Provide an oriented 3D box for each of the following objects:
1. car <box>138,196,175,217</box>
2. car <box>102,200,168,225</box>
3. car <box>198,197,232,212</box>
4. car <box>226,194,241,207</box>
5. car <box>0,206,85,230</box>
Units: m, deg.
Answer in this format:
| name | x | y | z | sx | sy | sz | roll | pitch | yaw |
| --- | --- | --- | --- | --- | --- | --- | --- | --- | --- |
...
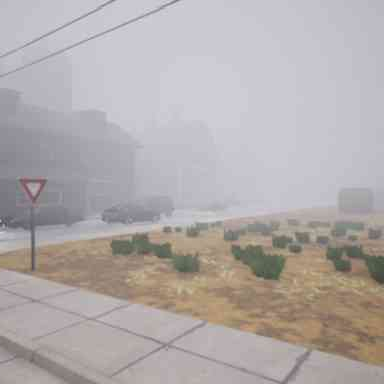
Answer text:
| name | x | y | z | sx | sy | sz | roll | pitch | yaw |
| --- | --- | --- | --- | --- | --- | --- | --- | --- | --- |
| car | -3.912 | 1.367 | 31.357 | 2.150 | 2.045 | 5.566 | -1 | 0 | 35 |
| car | -4.284 | 1.606 | 24.281 | 2.128 | 1.511 | 4.902 | -1 | 0 | 34 |
| car | 2.634 | 1.672 | 40.760 | 1.812 | 1.442 | 4.674 | -1 | 0 | 35 |
| car | 6.508 | 1.326 | 53.566 | 1.905 | 1.878 | 3.866 | 5 | 1 | -8 |
| car | -9.983 | 1.691 | 22.593 | 2.033 | 1.411 | 5.357 | -1 | 0 | 35 |
